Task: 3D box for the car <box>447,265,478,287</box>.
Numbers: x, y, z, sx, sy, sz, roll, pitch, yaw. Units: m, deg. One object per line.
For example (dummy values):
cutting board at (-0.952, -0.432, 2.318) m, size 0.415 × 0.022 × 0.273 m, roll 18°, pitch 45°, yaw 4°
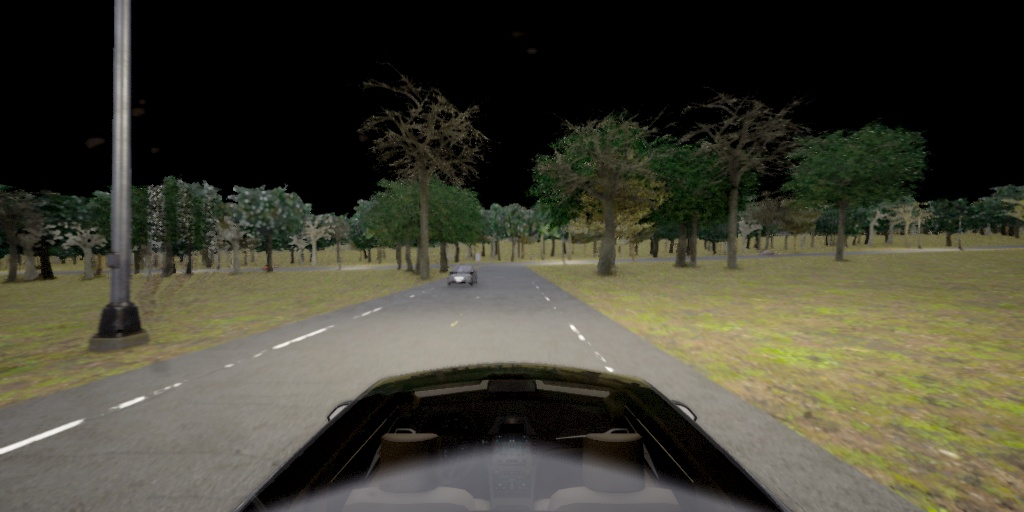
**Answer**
car at (-3.589, 1.425, 26.677) m, size 2.128 × 1.511 × 4.902 m, roll 0°, pitch 0°, yaw 0°
